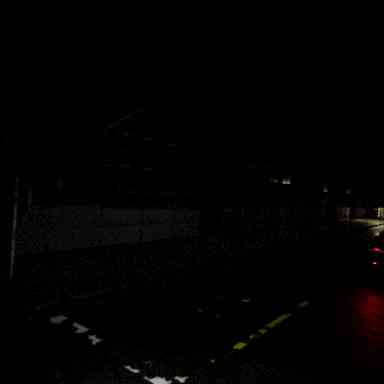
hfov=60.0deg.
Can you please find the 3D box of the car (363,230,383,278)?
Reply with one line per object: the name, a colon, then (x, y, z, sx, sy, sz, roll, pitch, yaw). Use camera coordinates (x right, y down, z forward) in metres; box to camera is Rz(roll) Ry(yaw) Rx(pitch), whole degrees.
car: (6.986, 1.977, 10.840, 2.128, 1.511, 4.902, 4, 0, 38)
